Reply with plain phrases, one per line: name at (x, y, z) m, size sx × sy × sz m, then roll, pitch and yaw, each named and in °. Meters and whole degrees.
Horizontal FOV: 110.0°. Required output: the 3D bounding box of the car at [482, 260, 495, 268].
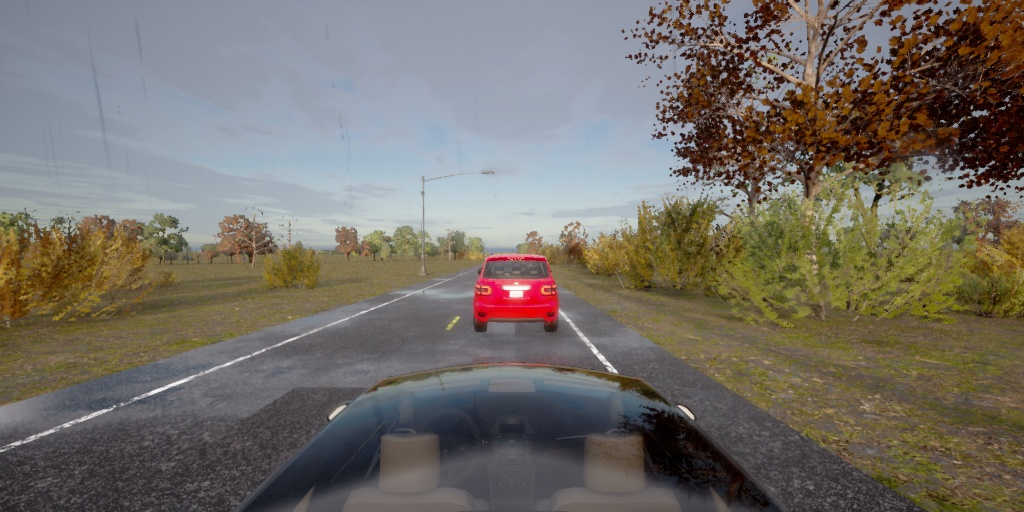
car at (-3.889, 1.336, 59.969) m, size 1.895 × 1.301 × 4.718 m, roll 0°, pitch 0°, yaw 0°

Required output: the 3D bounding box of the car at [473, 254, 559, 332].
car at (0.093, 0.968, 10.952) m, size 2.150 × 2.045 × 5.566 m, roll 0°, pitch 0°, yaw 0°

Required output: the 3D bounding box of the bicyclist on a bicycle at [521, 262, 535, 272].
bicyclist on a bicycle at (0.945, 1.114, 18.658) m, size 0.659 × 1.776 × 1.843 m, roll 0°, pitch 0°, yaw 0°
